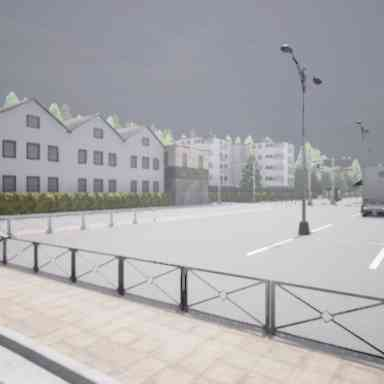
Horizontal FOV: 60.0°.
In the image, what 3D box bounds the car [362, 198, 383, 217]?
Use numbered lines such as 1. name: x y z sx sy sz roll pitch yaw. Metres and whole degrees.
1. car: 15.114 1.296 27.034 2.007 1.523 4.514 0 0 35
